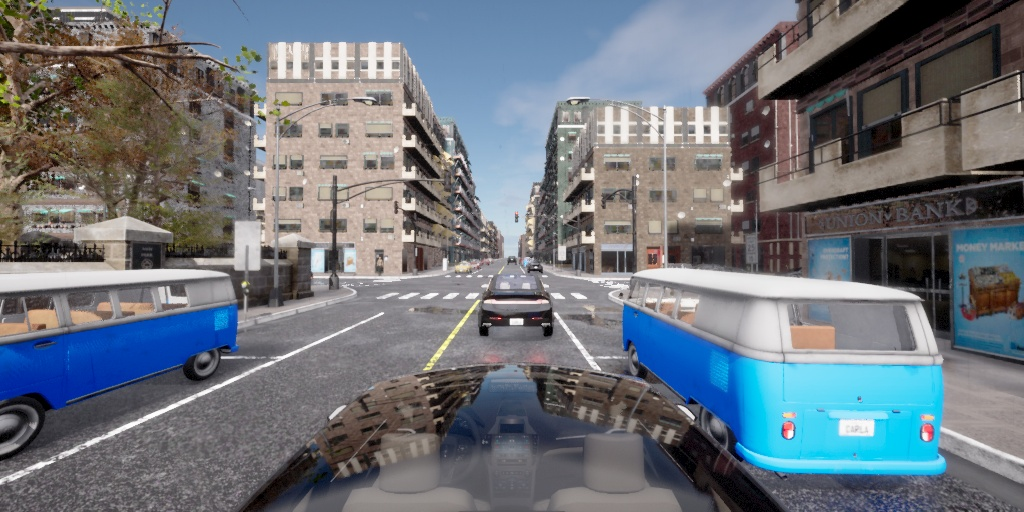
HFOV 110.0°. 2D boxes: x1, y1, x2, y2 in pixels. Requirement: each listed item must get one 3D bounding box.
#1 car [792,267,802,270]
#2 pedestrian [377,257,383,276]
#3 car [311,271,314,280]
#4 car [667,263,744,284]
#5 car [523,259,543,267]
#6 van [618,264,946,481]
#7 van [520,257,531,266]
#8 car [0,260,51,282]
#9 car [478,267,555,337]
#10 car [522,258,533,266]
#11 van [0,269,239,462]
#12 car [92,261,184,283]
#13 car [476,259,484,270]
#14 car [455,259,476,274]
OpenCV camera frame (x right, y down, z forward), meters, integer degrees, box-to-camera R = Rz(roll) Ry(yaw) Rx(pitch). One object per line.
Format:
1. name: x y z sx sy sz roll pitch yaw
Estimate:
1. car: 24.995 1.461 28.025 4.674 1.442 1.812 0 -1 1
2. pedestrian: -12.536 0.967 34.014 0.375 1.860 0.375 0 -1 1
3. car: -16.586 0.999 25.323 4.553 1.767 2.097 0 -1 1
4. car: 15.094 1.357 28.144 5.008 1.535 1.882 0 -1 1
5. car: 2.695 1.330 42.571 1.948 1.339 4.313 0 0 0
6. van: 2.659 1.092 4.625 1.690 1.789 3.998 0 0 0
7. van: 2.696 1.112 59.498 1.690 1.789 3.998 0 0 0
8. car: -36.510 1.044 25.567 4.892 1.490 1.837 0 -1 1
9. car: 0.101 1.244 10.354 2.128 1.511 4.902 0 0 0
10. car: 2.695 1.317 48.214 2.007 1.370 4.403 0 0 0
11. van: -5.656 1.092 4.627 1.690 1.789 3.998 0 0 0
12. car: -26.411 1.119 25.439 4.674 1.442 1.812 0 -1 1
13. car: -5.686 1.208 53.857 1.967 1.591 4.097 0 0 0
14. car: -5.686 1.289 42.402 1.751 1.417 4.829 0 0 0
